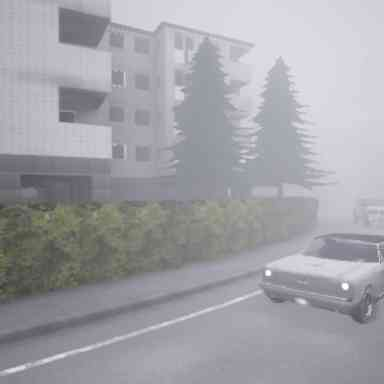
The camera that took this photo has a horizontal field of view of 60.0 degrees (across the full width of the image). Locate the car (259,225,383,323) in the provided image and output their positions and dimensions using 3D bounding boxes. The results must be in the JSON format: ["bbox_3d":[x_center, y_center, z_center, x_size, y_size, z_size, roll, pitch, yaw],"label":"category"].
[{"bbox_3d":[3.486,1.659,7.551,1.895,1.301,4.718,-1,-1,44],"label":"car"}]

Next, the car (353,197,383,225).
[{"bbox_3d":[13.588,1.394,24.760,2.150,2.045,5.566,0,-1,14],"label":"car"}]
